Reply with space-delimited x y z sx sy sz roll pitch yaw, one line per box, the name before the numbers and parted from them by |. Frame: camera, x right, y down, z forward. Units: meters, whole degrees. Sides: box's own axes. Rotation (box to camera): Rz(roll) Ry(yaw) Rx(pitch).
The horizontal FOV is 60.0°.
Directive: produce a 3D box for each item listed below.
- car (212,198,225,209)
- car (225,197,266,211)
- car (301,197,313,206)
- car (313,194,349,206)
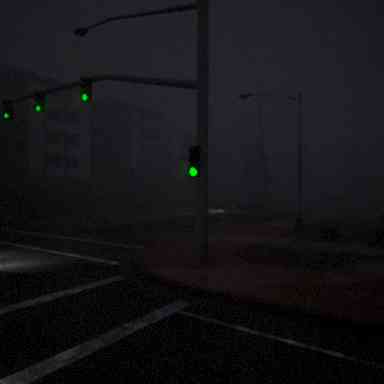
car | 4.626 1.423 42.412 4.674 1.442 1.812 0 0 -39
car | 6.740 1.405 39.659 4.902 1.511 2.128 0 0 -39
car | 19.092 1.332 51.038 4.718 1.301 1.895 0 0 -20
car | 20.341 1.099 47.767 4.892 1.490 1.837 0 0 -20
